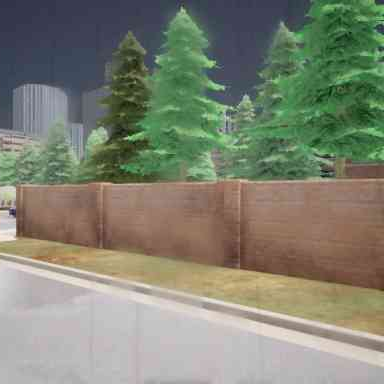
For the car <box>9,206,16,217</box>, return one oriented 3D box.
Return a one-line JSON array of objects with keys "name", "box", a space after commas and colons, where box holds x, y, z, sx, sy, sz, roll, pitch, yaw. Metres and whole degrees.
[{"name": "car", "box": [-14.016, 1.478, 30.448, 1.882, 1.535, 5.008, 0, 0, 35]}]
